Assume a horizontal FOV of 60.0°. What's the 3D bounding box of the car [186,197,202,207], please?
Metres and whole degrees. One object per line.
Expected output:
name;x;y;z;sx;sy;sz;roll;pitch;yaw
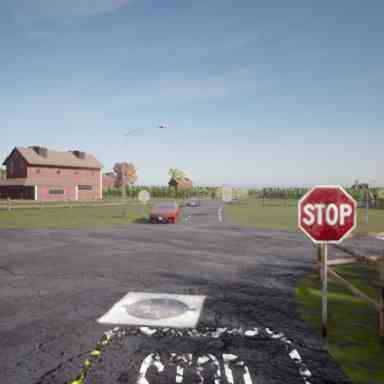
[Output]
car;0.330;1.527;50.289;1.812;1.442;4.674;0;0;7

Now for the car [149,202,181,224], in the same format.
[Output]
car;-1.946;1.483;24.708;1.882;1.535;5.008;0;0;3
